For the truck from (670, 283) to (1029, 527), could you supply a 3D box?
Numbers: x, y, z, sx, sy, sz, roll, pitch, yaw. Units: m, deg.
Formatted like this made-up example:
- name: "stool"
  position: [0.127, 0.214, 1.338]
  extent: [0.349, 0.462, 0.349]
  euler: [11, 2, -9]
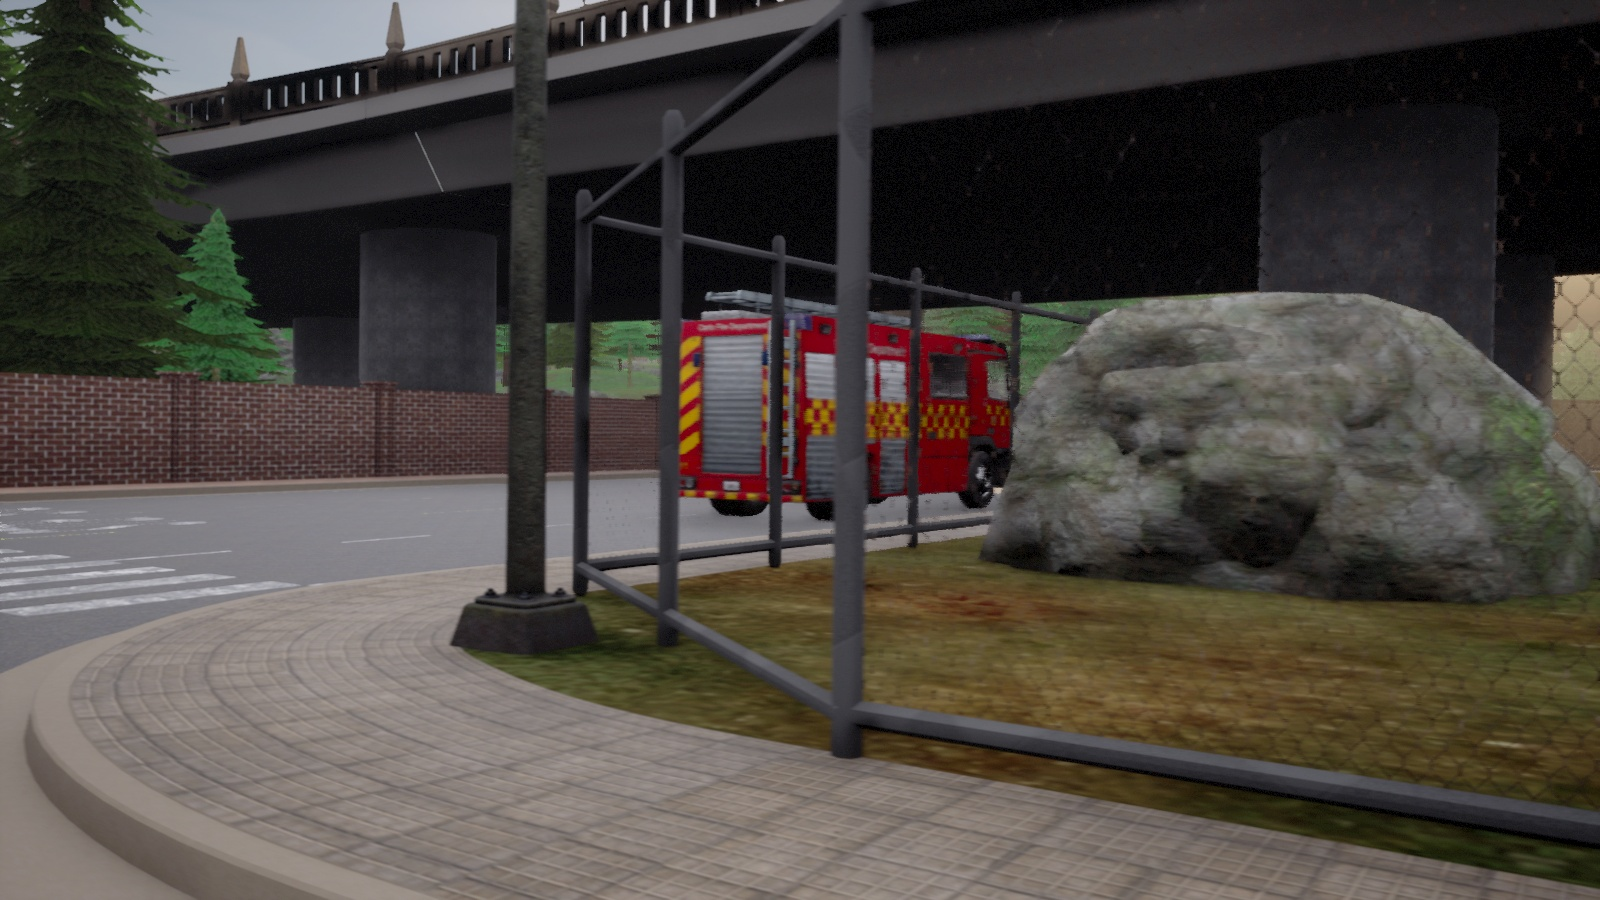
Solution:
- name: "truck"
  position: [1.342, -0.773, 24.025]
  extent: [2.891, 3.827, 8.468]
  euler: [0, 1, 33]
